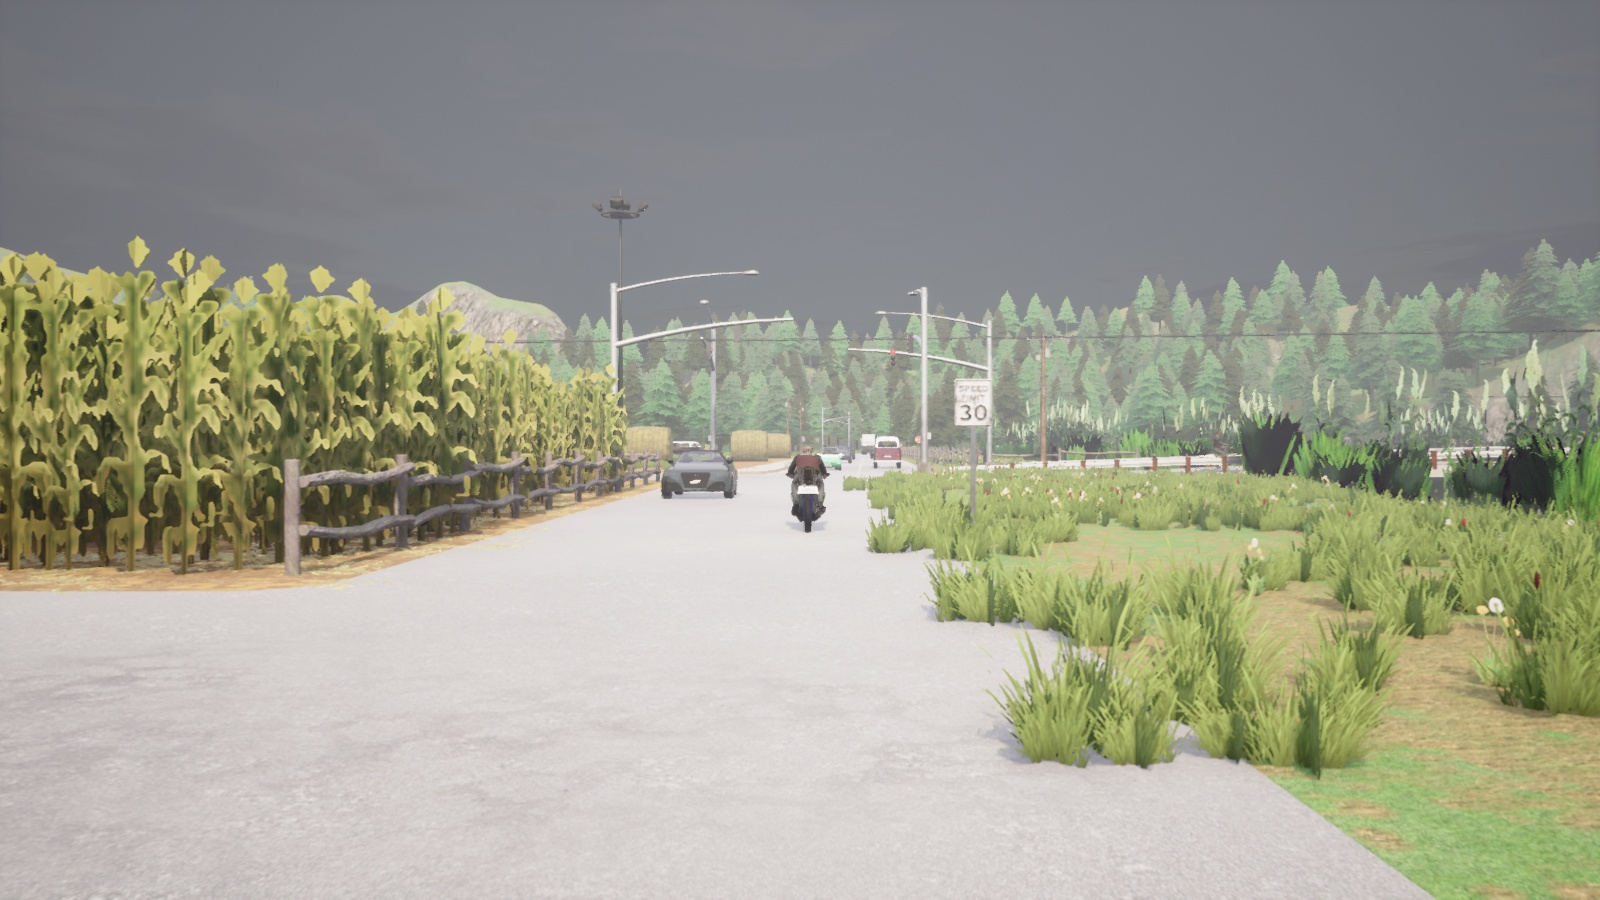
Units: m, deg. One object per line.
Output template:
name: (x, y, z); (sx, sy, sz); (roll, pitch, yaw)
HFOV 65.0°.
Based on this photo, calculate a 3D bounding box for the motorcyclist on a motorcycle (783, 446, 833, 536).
motorcyclist on a motorcycle: (0.143, 0.702, 22.679); (0.866, 1.530, 2.191); (0, 0, 0)

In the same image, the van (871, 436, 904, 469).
van: (5.658, 0.151, 81.521); (2.069, 2.038, 4.480); (0, 0, 3)

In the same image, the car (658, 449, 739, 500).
car: (-2.880, 0.679, 36.564); (1.994, 1.385, 4.181); (0, 0, 0)

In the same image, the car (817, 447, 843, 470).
car: (1.795, 0.505, 74.836); (1.481, 1.376, 2.207); (0, 0, 3)
